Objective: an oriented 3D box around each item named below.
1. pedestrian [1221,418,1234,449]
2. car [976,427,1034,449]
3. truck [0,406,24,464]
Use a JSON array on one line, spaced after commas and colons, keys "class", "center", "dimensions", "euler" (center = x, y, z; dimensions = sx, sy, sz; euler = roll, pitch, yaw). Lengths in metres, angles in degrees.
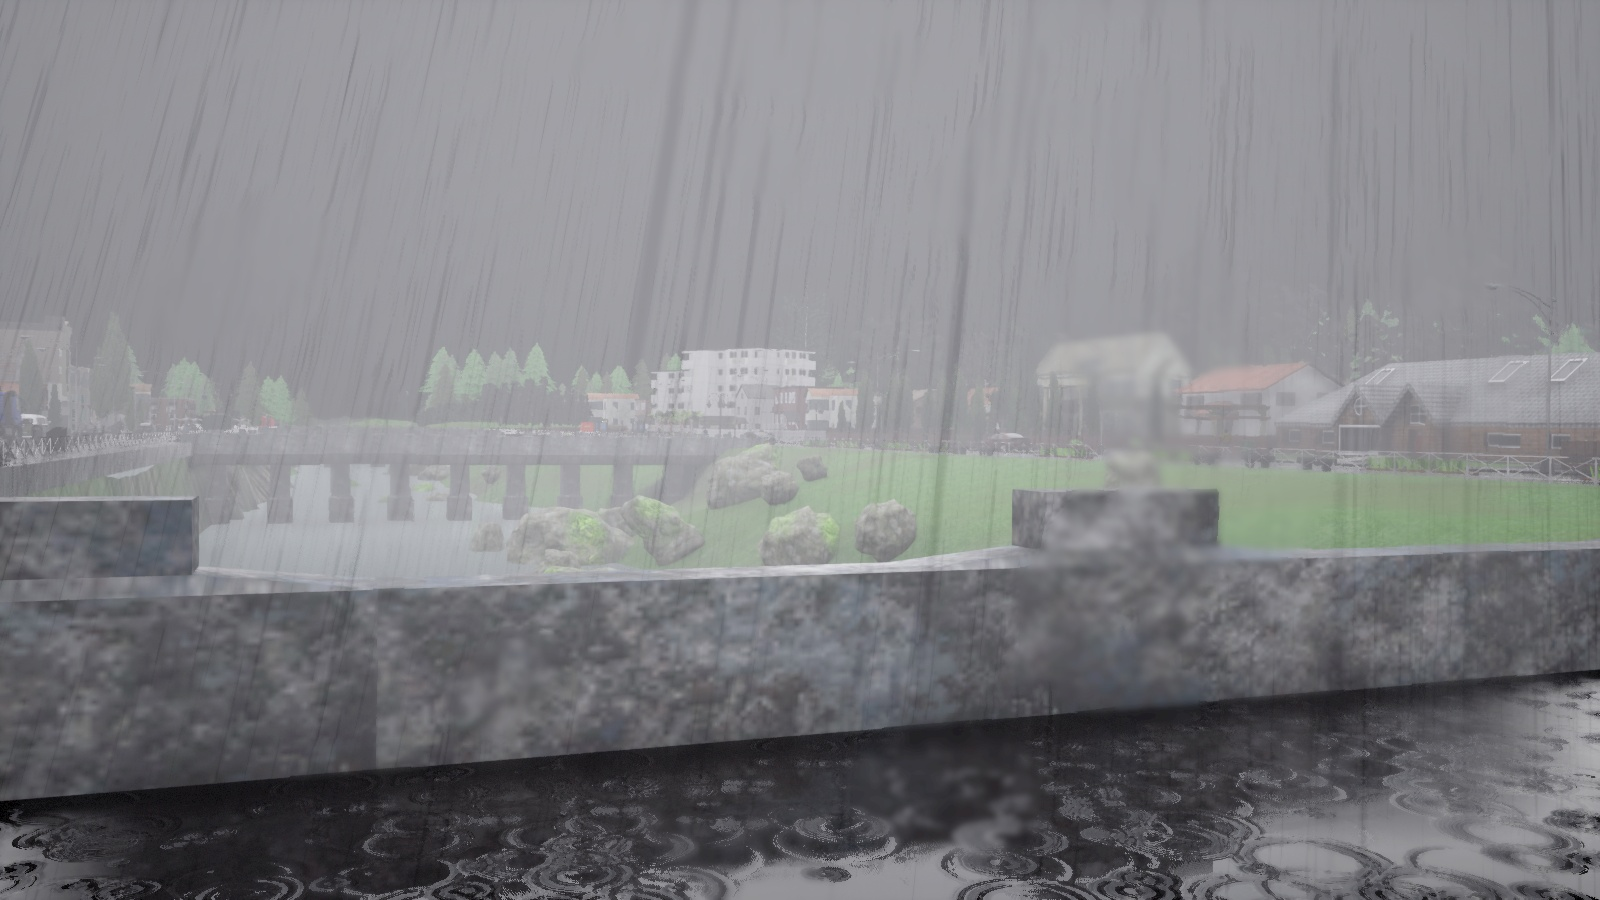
[{"class": "pedestrian", "center": [25.525, -0.987, 74.952], "dimensions": [0.370, 1.835, 0.726], "euler": [-1, 1, -22]}, {"class": "car", "center": [14.809, -0.867, 91.137], "dimensions": [1.882, 1.535, 5.008], "euler": [-1, 1, -21]}, {"class": "truck", "center": [-49.951, -0.891, 76.650], "dimensions": [2.891, 3.462, 7.936], "euler": [-1, 1, -21]}]
